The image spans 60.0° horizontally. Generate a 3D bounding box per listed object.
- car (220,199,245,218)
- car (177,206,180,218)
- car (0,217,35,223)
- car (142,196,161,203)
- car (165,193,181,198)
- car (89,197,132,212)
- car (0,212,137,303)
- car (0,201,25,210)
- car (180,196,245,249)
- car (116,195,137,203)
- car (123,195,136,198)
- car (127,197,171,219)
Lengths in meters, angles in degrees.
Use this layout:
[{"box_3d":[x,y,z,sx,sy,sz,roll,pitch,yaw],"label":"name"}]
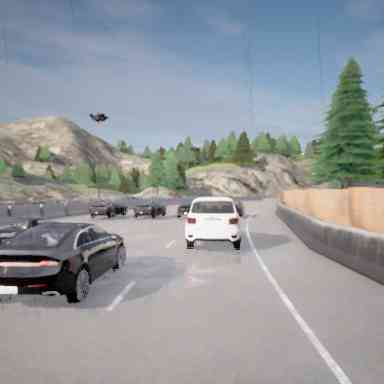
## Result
[{"box_3d":[3.981,1.514,31.830,1.882,1.535,5.008,0,0,13],"label":"car"},{"box_3d":[0.000,1.530,30.032,1.837,1.490,4.892,0,0,12],"label":"car"},{"box_3d":[-6.208,1.596,12.731,1.895,1.301,4.718,0,0,5],"label":"car"},{"box_3d":[-8.549,1.630,70.533,1.895,1.301,4.718,0,0,24],"label":"car"},{"box_3d":[-4.146,1.259,71.592,2.150,2.045,5.566,0,0,25],"label":"car"},{"box_3d":[-7.280,1.498,29.386,2.128,1.511,4.902,0,0,11],"label":"car"},{"box_3d":[-3.034,1.491,8.204,2.128,1.511,4.902,0,0,3],"label":"car"},{"box_3d":[-17.676,1.583,32.017,1.895,1.301,4.718,0,0,12],"label":"car"},{"box_3d":[1.030,1.237,14.823,2.150,2.045,5.566,0,0,6],"label":"car"},{"box_3d":[-14.562,1.503,74.212,1.882,1.535,5.008,0,0,25],"label":"car"},{"box_3d":[-12.978,1.619,69.247,1.895,1.301,4.718,0,0,24],"label":"car"},{"box_3d":[-3.651,1.507,29.680,2.128,1.511,4.902,0,0,12],"label":"car"}]
